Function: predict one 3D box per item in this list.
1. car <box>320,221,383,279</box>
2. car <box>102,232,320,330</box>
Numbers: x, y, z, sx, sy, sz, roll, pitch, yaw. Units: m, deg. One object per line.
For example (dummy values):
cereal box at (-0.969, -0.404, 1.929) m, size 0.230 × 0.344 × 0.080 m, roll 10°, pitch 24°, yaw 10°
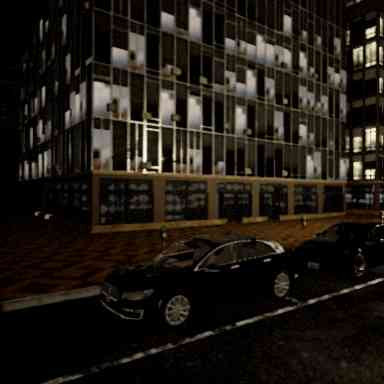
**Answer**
car at (5.016, 1.585, 10.136) m, size 4.313 × 1.339 × 1.947 m, roll 0°, pitch 0°, yaw -36°
car at (0.382, 1.559, 6.829) m, size 4.403 × 1.369 × 2.008 m, roll 0°, pitch 0°, yaw -36°
